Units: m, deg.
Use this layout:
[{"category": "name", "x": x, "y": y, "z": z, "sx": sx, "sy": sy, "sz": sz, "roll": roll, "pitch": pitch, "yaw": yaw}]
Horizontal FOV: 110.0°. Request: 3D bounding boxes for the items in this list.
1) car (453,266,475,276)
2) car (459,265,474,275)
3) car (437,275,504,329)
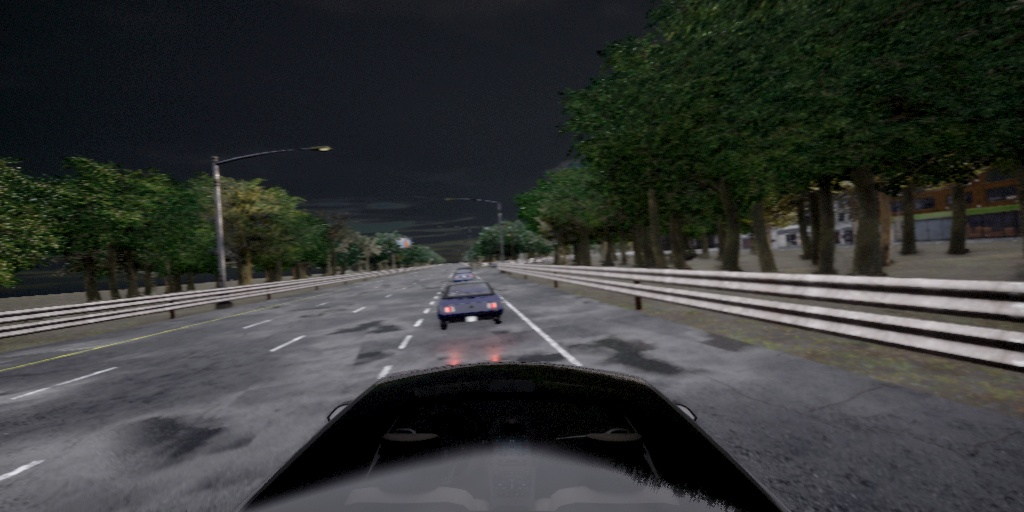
[{"category": "car", "x": -4.307, "y": 1.804, "z": 32.061, "sx": 2.033, "sy": 1.411, "sz": 5.357, "roll": -4, "pitch": 0, "yaw": -8}, {"category": "car", "x": -7.283, "y": 2.241, "z": 57.860, "sx": 1.895, "sy": 1.301, "sz": 4.718, "roll": -4, "pitch": 0, "yaw": -1}, {"category": "car", "x": -1.475, "y": 1.525, "z": 12.324, "sx": 1.895, "sy": 1.301, "sz": 4.718, "roll": -4, "pitch": 0, "yaw": -8}]
